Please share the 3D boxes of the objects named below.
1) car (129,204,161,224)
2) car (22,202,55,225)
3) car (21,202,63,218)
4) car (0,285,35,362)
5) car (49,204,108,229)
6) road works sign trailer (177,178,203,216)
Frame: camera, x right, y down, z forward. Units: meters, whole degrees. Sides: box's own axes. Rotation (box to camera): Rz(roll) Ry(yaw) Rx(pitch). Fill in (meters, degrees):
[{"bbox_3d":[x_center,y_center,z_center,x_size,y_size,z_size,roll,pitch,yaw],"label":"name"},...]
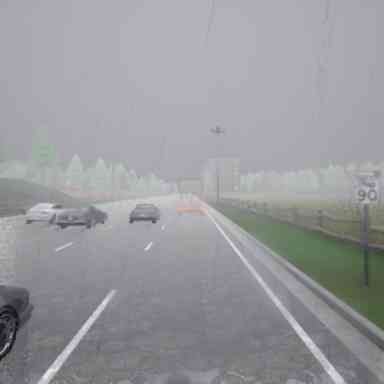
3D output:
[{"bbox_3d":[-3.474,1.567,25.221,1.994,1.385,4.181,0,0,0],"label":"car"},{"bbox_3d":[-10.471,1.544,24.415,1.812,1.442,4.674,0,0,0],"label":"car"},{"bbox_3d":[-13.993,1.625,31.379,1.895,1.301,4.718,0,0,0],"label":"car"},{"bbox_3d":[-3.402,1.554,2.798,2.033,1.411,5.357,0,0,0],"label":"car"},{"bbox_3d":[-6.963,1.558,21.548,2.033,1.411,5.357,0,0,0],"label":"car"},{"bbox_3d":[-0.100,0.459,32.492,2.380,3.560,2.880,0,0,0],"label":"road works sign trailer"}]
